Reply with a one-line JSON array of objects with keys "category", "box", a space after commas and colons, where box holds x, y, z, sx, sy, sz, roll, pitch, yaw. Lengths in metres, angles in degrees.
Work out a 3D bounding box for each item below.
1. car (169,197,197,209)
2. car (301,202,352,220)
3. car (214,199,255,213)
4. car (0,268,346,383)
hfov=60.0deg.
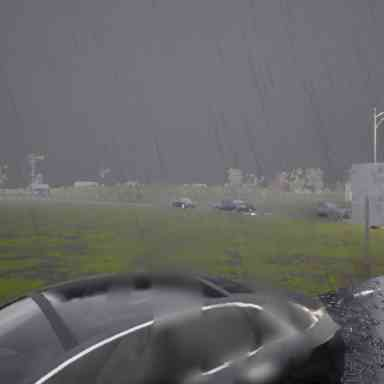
[{"category": "car", "box": [-1.336, 1.485, 45.842, 1.837, 1.490, 4.892, 0, 0, -37]}, {"category": "car", "box": [11.217, 1.552, 27.750, 1.994, 1.385, 4.181, 0, 0, -35]}, {"category": "car", "box": [4.680, 1.532, 37.533, 2.033, 1.411, 5.357, 0, 0, -35]}, {"category": "car", "box": [-0.763, 1.505, 2.533, 4.892, 1.490, 1.837, 0, 0, -36]}]
